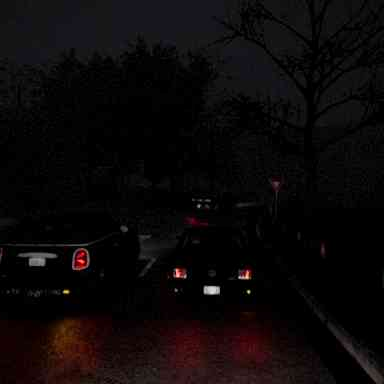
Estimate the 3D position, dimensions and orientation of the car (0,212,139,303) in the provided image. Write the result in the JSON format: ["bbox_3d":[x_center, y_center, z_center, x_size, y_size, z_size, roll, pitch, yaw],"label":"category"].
[{"bbox_3d":[-2.728,1.260,8.227,2.097,1.767,4.553,0,1,3],"label":"car"}]

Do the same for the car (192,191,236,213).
[{"bbox_3d":[1.811,0.694,26.031,2.128,1.511,4.902,2,4,32],"label":"car"}]

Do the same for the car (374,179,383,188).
[{"bbox_3d":[34.871,-1.538,59.516,2.185,1.767,4.553,-1,4,-15],"label":"car"}]

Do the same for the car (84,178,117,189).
[{"bbox_3d":[-16.165,-1.450,59.022,5.566,2.045,2.150,-1,3,-10],"label":"car"}]

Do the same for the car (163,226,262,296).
[{"bbox_3d":[0.512,1.509,8.460,1.895,1.301,4.718,0,1,3],"label":"car"}]
